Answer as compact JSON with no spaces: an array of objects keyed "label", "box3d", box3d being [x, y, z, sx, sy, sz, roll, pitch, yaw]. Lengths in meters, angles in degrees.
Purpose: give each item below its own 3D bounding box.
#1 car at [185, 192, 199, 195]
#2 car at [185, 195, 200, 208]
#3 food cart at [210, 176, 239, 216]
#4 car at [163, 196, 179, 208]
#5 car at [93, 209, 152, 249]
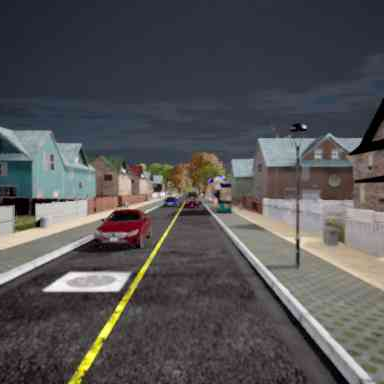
[{"label":"car","box3d":[0.035,0.981,56.733,2.150,2.045,5.566,0,0,0]},{"label":"car","box3d":[0.059,1.412,45.061,1.895,1.301,4.718,0,0,0]},{"label":"food cart","box3d":[3.037,0.334,32.061,2.280,3.560,4.660,1,1,0]},{"label":"car","box3d":[-2.823,1.336,45.215,1.812,1.442,4.674,0,0,0]},{"label":"car","box3d":[-2.812,1.468,14.385,1.812,1.442,4.674,0,0,0]}]
